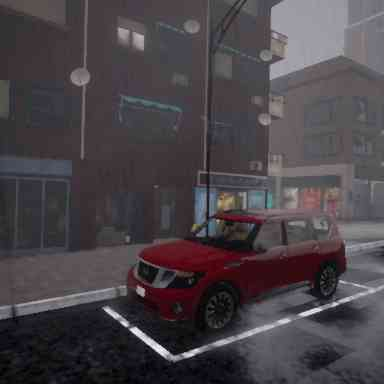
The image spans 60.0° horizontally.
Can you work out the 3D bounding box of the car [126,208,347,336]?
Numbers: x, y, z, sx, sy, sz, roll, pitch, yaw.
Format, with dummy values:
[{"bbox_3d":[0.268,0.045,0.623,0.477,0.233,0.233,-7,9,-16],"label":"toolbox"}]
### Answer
[{"bbox_3d":[1.210,1.317,6.927,5.009,1.841,2.192,0,2,-35],"label":"car"}]
